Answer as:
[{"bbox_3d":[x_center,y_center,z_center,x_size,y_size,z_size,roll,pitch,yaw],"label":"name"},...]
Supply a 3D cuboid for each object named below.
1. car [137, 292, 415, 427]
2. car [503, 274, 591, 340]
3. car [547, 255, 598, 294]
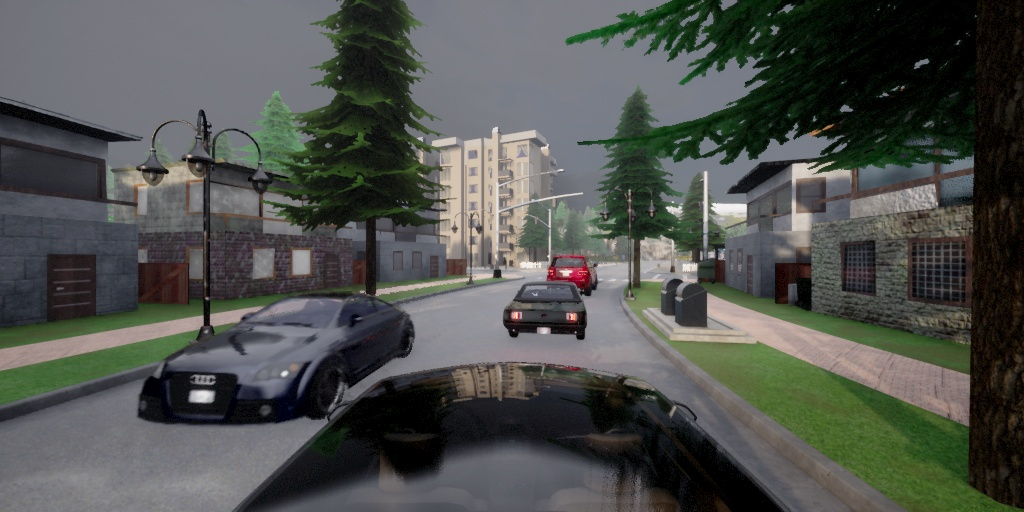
[{"bbox_3d":[-3.133,1.314,5.809,1.994,1.385,4.181,0,0,5],"label":"car"},{"bbox_3d":[1.071,1.351,10.057,1.895,1.301,4.718,0,0,9],"label":"car"},{"bbox_3d":[3.366,0.971,19.553,2.150,2.045,5.566,0,0,18],"label":"car"}]
